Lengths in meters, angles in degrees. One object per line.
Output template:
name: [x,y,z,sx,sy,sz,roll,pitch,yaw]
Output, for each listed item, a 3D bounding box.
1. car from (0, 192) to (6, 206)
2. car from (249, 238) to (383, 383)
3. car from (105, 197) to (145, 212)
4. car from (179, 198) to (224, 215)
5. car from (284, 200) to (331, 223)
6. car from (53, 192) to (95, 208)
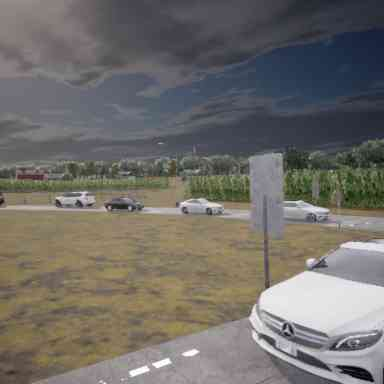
car: [-29.247,1.025,46.774,5.566,2.045,2.150,0,1,5]
car: [2.982,1.520,5.200,4.674,1.442,1.812,0,0,-36]
car: [-7.566,1.351,37.287,4.892,1.490,1.837,0,2,28]
car: [0.848,1.340,31.588,4.674,1.442,1.812,0,2,39]
car: [7.842,1.366,24.601,1.812,1.442,4.674,-3,2,-41]
car: [-15.603,1.000,44.044,5.566,2.045,2.150,0,2,18]
